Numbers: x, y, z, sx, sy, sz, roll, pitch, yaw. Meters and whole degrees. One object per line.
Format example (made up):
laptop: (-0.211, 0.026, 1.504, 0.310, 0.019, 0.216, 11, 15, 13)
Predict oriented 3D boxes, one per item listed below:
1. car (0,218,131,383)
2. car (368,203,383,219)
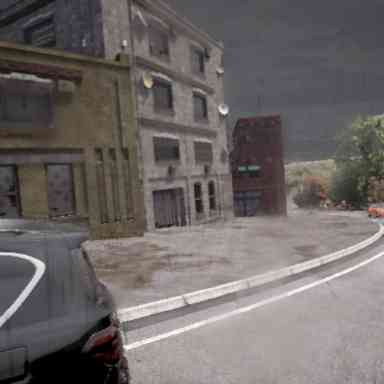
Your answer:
car: (-3.071, 1.237, 1.666, 5.566, 2.045, 2.150, 0, 0, -35)
car: (21.115, 1.969, 36.862, 2.097, 1.767, 4.553, -4, -3, 13)
